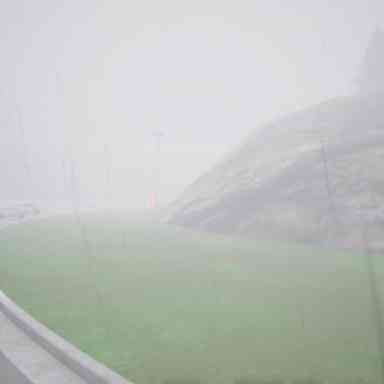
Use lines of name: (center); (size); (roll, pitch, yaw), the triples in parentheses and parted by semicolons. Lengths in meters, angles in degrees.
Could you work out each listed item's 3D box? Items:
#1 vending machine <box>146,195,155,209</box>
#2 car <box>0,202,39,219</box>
vending machine: (-6.436, 1.570, 51.863); (1.100, 2.100, 0.880); (0, -1, 32)
car: (-15.866, 1.678, 30.713); (1.812, 1.442, 4.674); (0, 0, -3)
